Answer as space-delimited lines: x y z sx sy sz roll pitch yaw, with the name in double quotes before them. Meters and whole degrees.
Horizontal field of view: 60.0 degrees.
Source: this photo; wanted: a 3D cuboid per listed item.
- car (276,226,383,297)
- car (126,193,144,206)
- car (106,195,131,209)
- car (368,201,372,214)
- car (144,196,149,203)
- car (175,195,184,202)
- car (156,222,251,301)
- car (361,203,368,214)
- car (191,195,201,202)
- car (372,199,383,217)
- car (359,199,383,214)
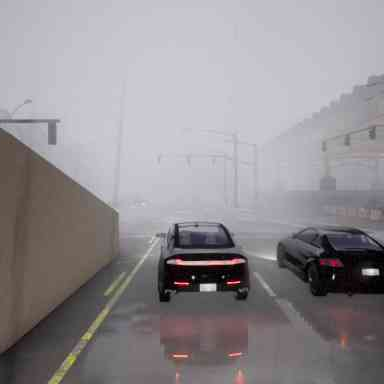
"car" 3.575 1.564 8.636 1.994 1.385 4.181 0 0 0
"car" -10.082 1.220 55.913 2.150 2.045 5.566 0 0 2
"car" -10.343 1.546 45.982 2.033 1.411 5.357 0 0 2
"car" 17.447 1.452 26.779 2.038 1.542 4.974 0 0 -35
"car" -9.771 1.562 65.885 1.994 1.385 4.181 0 0 2
"car" -2.634 1.352 70.023 2.033 1.411 5.357 0 0 1
"car" 0.137 1.491 8.352 2.128 1.511 4.902 0 0 -4
"car" 17.553 1.452 31.386 4.974 1.542 2.038 0 0 -45
"car" 0.865 1.352 69.934 2.033 1.411 5.357 0 0 1
"car" 17.477 1.294 26.737 1.853 1.218 4.536 0 0 -35
"car" 17.590 1.294 31.423 4.536 1.218 1.853 0 0 -45
